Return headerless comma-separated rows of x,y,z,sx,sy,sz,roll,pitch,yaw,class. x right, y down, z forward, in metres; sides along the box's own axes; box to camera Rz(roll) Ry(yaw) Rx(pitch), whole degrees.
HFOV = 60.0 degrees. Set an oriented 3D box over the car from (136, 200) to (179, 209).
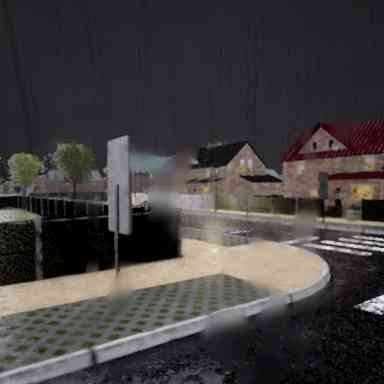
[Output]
-2.514,1.285,23.843,1.994,1.385,4.181,-1,1,-36,car
